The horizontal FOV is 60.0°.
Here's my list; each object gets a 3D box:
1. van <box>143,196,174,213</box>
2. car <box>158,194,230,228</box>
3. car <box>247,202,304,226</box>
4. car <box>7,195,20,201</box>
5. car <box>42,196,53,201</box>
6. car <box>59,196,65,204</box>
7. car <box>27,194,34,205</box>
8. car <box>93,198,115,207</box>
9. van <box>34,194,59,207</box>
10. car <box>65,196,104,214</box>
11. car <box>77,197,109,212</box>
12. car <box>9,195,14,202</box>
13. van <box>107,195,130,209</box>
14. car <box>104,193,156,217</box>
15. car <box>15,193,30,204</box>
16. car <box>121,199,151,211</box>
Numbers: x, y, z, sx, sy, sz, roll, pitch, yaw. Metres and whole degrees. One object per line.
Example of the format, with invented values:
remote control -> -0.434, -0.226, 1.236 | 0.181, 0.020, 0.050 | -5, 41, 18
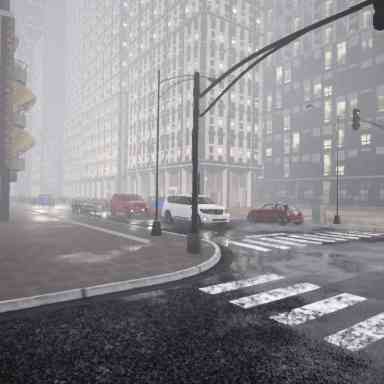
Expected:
van -> -3.890, 1.382, 37.790 | 1.690, 1.788, 3.998 | 1, -1, -35
car -> 0.084, 1.170, 22.104 | 2.150, 2.045, 5.566 | 1, -1, -35
car -> 5.871, 1.505, 23.938 | 1.967, 1.590, 4.097 | 1, -1, -35
car -> -40.030, 1.377, 74.513 | 2.008, 1.369, 4.403 | 1, -1, -35
car -> -36.437, 1.570, 83.957 | 1.802, 1.307, 4.206 | 1, -1, -35
car -> -23.997, 1.433, 61.815 | 1.882, 1.535, 5.008 | 1, -1, -35
car -> -23.760, 1.432, 51.428 | 1.802, 1.307, 4.206 | 1, -1, -35
car -> -13.657, 1.586, 51.638 | 1.947, 1.339, 4.313 | 1, -1, -35
van -> -20.501, 1.197, 46.813 | 1.690, 1.788, 3.998 | 1, -1, -35
car -> -10.743, 1.427, 32.961 | 2.008, 1.369, 4.403 | 1, -1, -35
car -> -11.530, 1.412, 38.597 | 2.128, 1.511, 4.902 | 1, -1, -35
car -> -36.776, 1.396, 69.896 | 1.947, 1.339, 4.313 | 1, -1, -35
van -> -10.398, 1.368, 47.024 | 1.690, 1.788, 3.998 | 1, -1, -35
car -> -5.688, 1.155, 30.297 | 2.150, 2.045, 5.566 | 1, -1, -35
car -> -30.264, 1.154, 60.665 | 2.192, 1.841, 5.009 | 1, -1, -35
car -> -7.148, 1.584, 42.405 | 2.008, 1.369, 4.403 | 1, -1, -35
